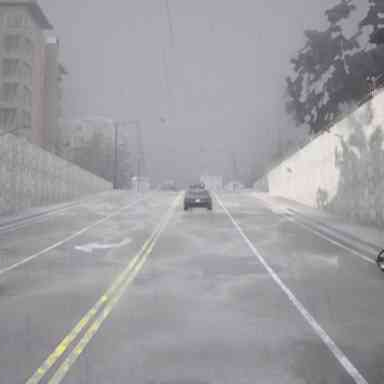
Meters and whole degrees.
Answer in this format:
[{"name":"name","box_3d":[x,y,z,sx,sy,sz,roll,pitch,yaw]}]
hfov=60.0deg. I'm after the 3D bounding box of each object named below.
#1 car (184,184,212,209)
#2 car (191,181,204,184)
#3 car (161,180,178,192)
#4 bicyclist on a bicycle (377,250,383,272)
[{"name":"car","box_3d":[0.433,0.438,24.763,1.994,1.385,4.181,0,4,1]},{"name":"car","box_3d":[0.715,-0.813,44.217,1.895,1.301,4.718,0,2,1]},{"name":"car","box_3d":[-2.905,-0.843,43.650,1.812,1.442,4.674,0,2,1]},{"name":"bicyclist on a bicycle","box_3d":[5.529,1.284,8.449,1.656,1.620,0.582,-1,2,1]}]
